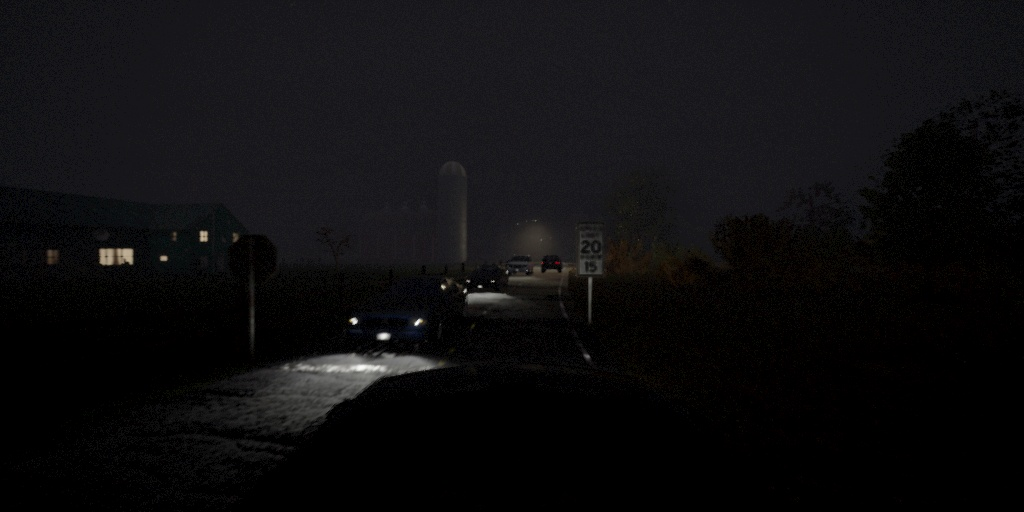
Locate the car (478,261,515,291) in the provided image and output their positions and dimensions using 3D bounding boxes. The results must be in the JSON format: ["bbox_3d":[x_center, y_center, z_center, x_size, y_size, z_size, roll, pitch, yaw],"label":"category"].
[{"bbox_3d":[-1.342,1.241,21.683,2.033,1.411,5.357,0,0,8],"label":"car"}]

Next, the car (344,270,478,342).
[{"bbox_3d":[-2.474,1.266,10.022,2.033,1.411,5.357,0,0,4],"label":"car"}]

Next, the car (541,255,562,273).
[{"bbox_3d":[4.611,0.897,41.781,2.150,2.045,5.566,0,0,9],"label":"car"}]

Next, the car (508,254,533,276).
[{"bbox_3d":[0.907,0.878,36.396,2.150,2.045,5.566,0,1,9],"label":"car"}]
